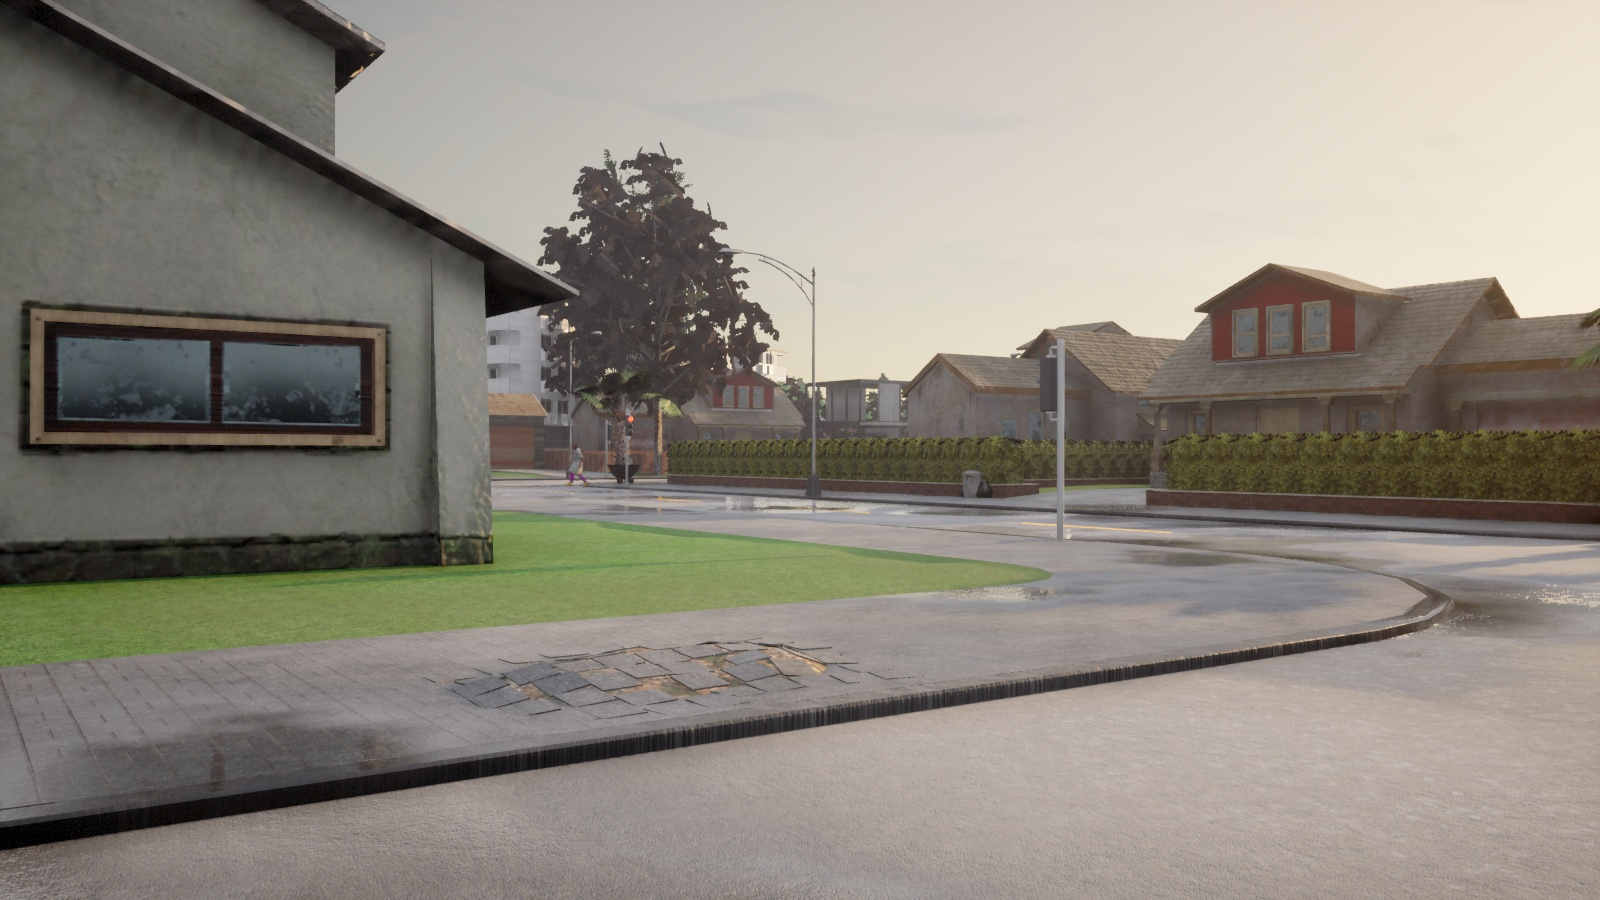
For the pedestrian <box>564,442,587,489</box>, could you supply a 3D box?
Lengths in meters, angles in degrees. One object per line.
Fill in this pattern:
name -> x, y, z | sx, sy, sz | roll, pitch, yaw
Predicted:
pedestrian -> -9.403, 0.663, 52.584 | 0.873, 1.952, 0.659 | 0, 0, -14
